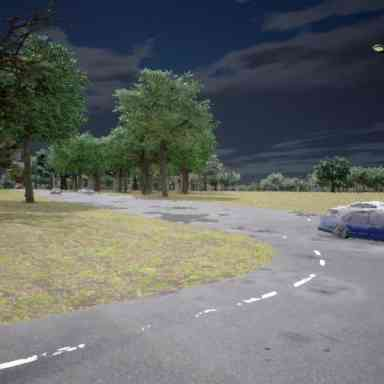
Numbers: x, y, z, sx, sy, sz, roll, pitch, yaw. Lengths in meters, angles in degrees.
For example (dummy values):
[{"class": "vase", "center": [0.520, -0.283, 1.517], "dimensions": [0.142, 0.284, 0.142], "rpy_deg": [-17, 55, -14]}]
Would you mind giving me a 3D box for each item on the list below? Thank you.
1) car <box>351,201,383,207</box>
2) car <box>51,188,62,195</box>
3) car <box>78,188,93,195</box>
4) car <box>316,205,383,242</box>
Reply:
[{"class": "car", "center": [11.479, 1.310, 22.188], "dimensions": [1.812, 1.442, 4.674], "rpy_deg": [-1, 2, -35]}, {"class": "car", "center": [-27.760, -0.153, 68.029], "dimensions": [2.128, 1.511, 4.902], "rpy_deg": [-1, 2, -28]}, {"class": "car", "center": [-22.471, -0.138, 70.005], "dimensions": [1.895, 1.301, 4.718], "rpy_deg": [-1, 2, -35]}, {"class": "car", "center": [8.257, 1.538, 14.635], "dimensions": [2.033, 1.411, 5.357], "rpy_deg": [0, 1, -35]}]
